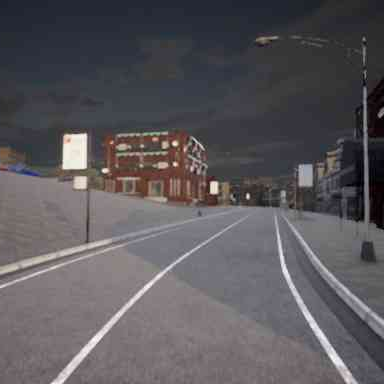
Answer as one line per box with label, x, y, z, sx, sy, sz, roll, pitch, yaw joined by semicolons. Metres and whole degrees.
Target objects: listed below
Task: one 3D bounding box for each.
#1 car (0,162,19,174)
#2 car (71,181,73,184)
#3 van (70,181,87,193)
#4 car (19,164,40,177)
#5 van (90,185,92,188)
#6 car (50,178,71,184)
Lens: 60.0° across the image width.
car;-22.595;-2.667;38.259;2.185;1.767;4.553;0;-3;4
car;-22.279;-1.171;60.399;2.002;1.452;4.674;1;-4;-1
van;-22.452;-1.041;66.073;1.878;1.987;4.442;1;-4;-2
car;-22.328;-2.489;43.861;2.435;2.045;5.566;0;-3;3
van;-22.763;-0.635;71.588;1.878;1.987;4.442;1;-4;-3
car;-22.191;-1.536;54.870;2.002;1.452;4.674;1;-4;0
